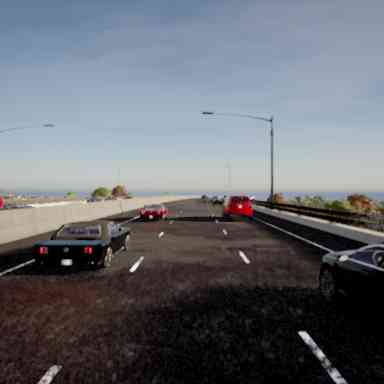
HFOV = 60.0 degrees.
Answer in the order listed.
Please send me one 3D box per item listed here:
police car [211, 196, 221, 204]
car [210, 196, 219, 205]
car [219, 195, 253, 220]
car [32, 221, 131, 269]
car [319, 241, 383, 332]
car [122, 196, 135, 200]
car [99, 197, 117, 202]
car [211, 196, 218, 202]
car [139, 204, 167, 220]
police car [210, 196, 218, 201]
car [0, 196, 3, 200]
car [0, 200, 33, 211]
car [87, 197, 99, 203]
[{"bbox_3d":[5.037,1.686,71.491,2.038,1.542,4.974,0,0,2],"label":"police car"},{"bbox_3d":[4.611,1.737,60.606,1.895,1.301,4.718,0,0,2],"label":"car"},{"bbox_3d":[3.871,1.272,29.004,2.150,2.045,5.566,0,0,1],"label":"car"},{"bbox_3d":[-3.349,1.606,11.180,1.895,1.301,4.718,0,0,0],"label":"car"},{"bbox_3d":[3.619,1.493,5.209,2.128,1.511,4.902,0,0,0],"label":"car"},{"bbox_3d":[-12.694,1.634,66.224,1.882,1.535,5.008,0,0,2],"label":"car"},{"bbox_3d":[-16.193,1.665,66.195,2.128,1.511,4.902,0,0,2],"label":"car"},{"bbox_3d":[5.534,1.766,82.402,1.812,1.442,4.674,0,0,3],"label":"car"},{"bbox_3d":[-3.145,1.647,28.101,1.895,1.301,4.718,0,0,1],"label":"car"},{"bbox_3d":[6.100,1.812,93.310,2.038,1.542,4.974,0,0,3],"label":"police car"},{"bbox_3d":[-17.366,1.263,26.829,2.150,2.045,5.566,0,0,1],"label":"car"},{"bbox_3d":[-13.887,1.584,25.603,2.033,1.411,5.357,0,0,1],"label":"car"},{"bbox_3d":[-19.660,1.669,67.132,2.128,1.511,4.902,0,0,2],"label":"car"}]
